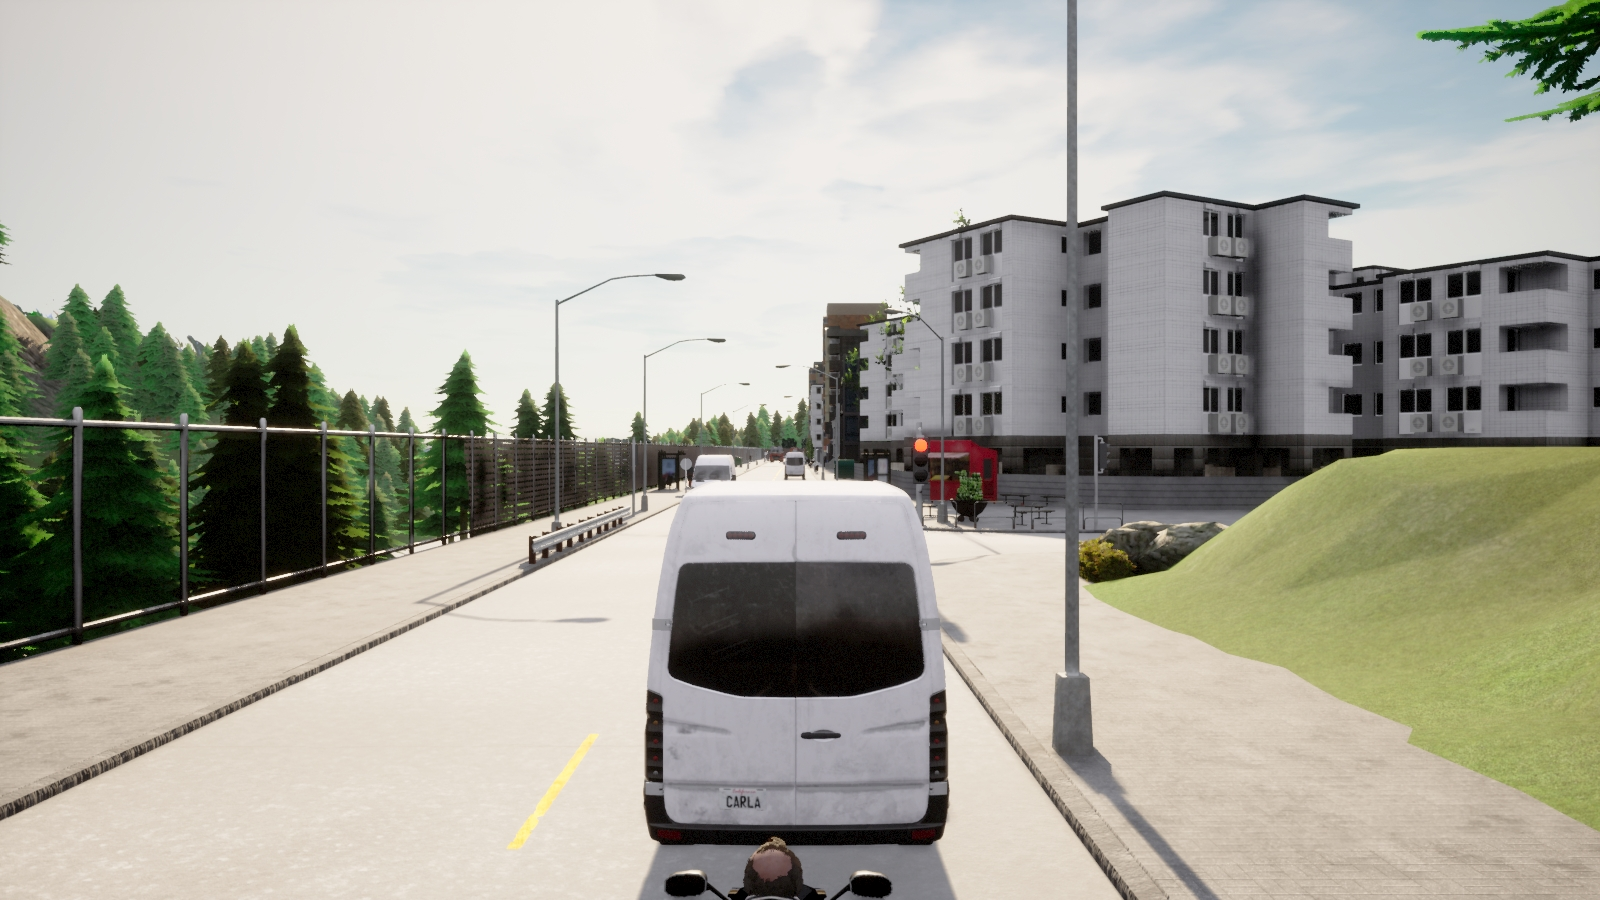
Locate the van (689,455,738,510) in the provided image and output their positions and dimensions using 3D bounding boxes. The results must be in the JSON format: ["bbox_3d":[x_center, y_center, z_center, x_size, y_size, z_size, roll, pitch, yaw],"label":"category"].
[{"bbox_3d":[-4.246,1.534,56.676,1.988,2.561,5.915,0,0,0],"label":"van"}]

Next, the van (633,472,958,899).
[{"bbox_3d":[-0.034,1.534,9.946,1.988,2.561,5.915,0,0,0],"label":"van"}]

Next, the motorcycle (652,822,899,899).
[{"bbox_3d":[-0.090,2.205,3.746,0.867,1.251,2.209,0,0,1],"label":"motorcycle"}]
